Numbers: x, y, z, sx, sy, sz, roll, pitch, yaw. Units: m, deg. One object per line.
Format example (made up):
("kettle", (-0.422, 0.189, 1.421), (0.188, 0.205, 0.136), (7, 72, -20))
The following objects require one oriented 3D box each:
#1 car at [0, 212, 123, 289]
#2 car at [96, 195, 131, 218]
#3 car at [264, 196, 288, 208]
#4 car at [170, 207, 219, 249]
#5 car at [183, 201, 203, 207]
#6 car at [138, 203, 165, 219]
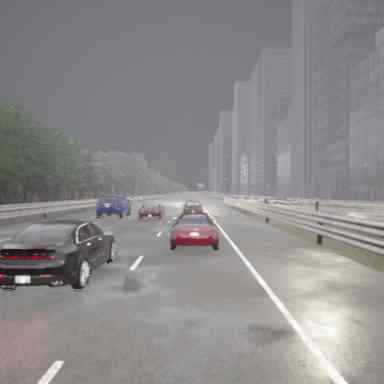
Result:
("car", (-3.401, 1.508, 9.107), (1.837, 1.490, 4.892), (0, 0, 0))
("car", (-6.901, 1.241, 29.735), (2.150, 2.045, 5.566), (0, 0, 0))
("car", (12.763, 1.471, 50.835), (2.097, 1.767, 4.553), (0, 0, -16))
("car", (0.097, 1.570, 14.583), (1.994, 1.385, 4.181), (0, 0, 0))
("car", (0.096, 1.547, 31.505), (1.812, 1.442, 4.674), (0, 0, 0))
("car", (-3.404, 1.620, 29.087), (1.895, 1.301, 4.718), (0, 0, 0))
